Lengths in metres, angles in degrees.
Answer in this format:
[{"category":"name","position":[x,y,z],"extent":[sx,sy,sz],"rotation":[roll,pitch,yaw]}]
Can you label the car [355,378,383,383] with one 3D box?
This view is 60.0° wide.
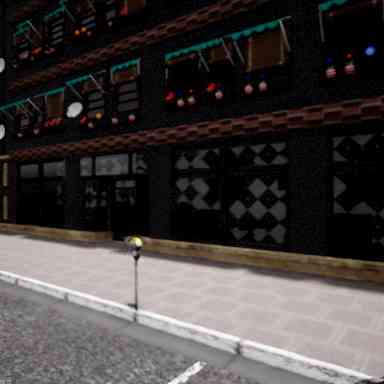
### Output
[{"category":"car","position":[2.537,1.566,1.069],"extent":[4.313,1.339,1.947],"rotation":[0,0,35]}]
